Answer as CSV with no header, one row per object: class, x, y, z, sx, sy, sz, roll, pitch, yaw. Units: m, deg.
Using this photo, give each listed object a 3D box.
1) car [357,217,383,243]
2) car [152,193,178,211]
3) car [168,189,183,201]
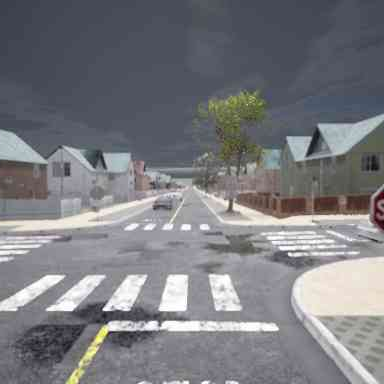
car,8.465,1.243,11.998,4.674,1.442,1.812,-1,2,-2
car,-2.873,1.135,33.799,2.033,1.411,5.357,0,1,0
car,-2.822,0.519,57.674,2.150,2.045,5.566,0,0,0
